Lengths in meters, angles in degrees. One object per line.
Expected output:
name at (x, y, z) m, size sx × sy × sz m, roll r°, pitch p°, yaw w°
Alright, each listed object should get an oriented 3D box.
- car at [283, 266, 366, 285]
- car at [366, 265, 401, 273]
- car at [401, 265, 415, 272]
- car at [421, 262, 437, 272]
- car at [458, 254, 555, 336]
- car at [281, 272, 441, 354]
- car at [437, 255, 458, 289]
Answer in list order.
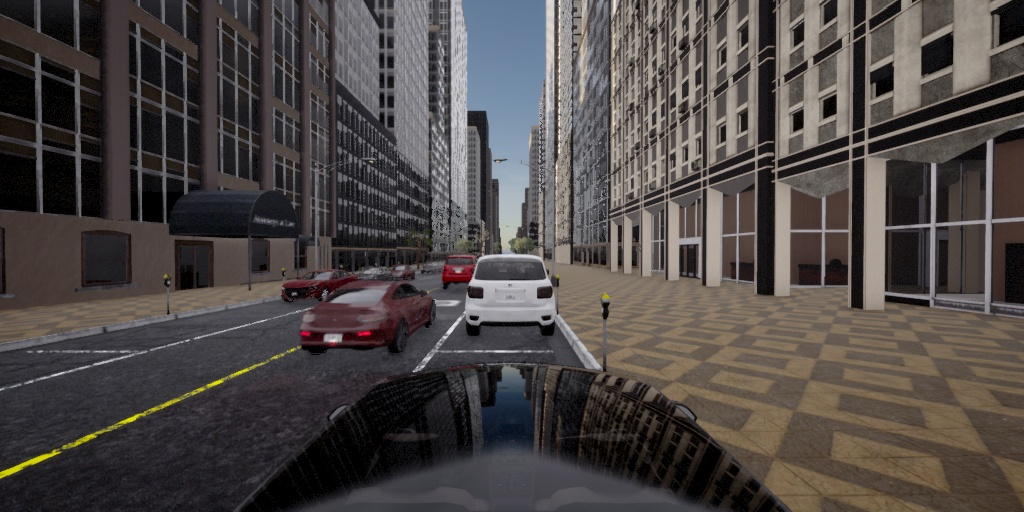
car at (-8.837, 1.292, 16.839) m, size 1.888 × 1.381 × 4.507 m, roll 0°, pitch 0°, yaw 0°
car at (-8.838, 1.297, 22.523) m, size 2.007 × 1.370 × 4.403 m, roll 0°, pitch 0°, yaw 0°
car at (-8.837, 1.327, 28.206) m, size 1.802 × 1.307 × 4.207 m, roll 0°, pitch 0°, yaw 0°
car at (-8.837, 1.293, 39.574) m, size 2.007 × 1.370 × 4.403 m, roll 0°, pitch 0°, yaw 0°
car at (-0.039, 0.976, 10.531) m, size 2.150 × 2.045 × 5.566 m, roll 0°, pitch 0°, yaw 0°
car at (-3.151, 1.274, 8.619) m, size 1.812 × 1.442 × 4.674 m, roll 0°, pitch 0°, yaw 0°
car at (-3.079, 0.970, 23.392) m, size 2.150 × 2.045 × 5.566 m, roll 0°, pitch 0°, yaw 0°
